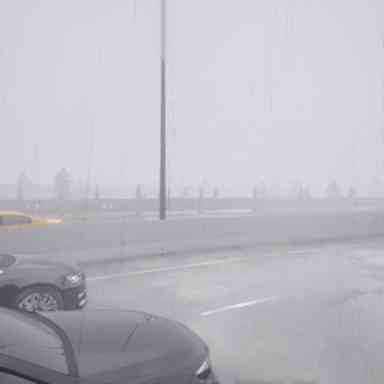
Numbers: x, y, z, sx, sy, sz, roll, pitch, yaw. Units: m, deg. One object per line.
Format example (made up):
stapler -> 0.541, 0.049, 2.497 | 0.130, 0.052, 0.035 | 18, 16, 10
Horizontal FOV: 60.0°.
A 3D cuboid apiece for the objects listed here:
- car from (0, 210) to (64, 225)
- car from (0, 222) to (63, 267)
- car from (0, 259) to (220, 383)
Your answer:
car -> -7.086, 1.417, 11.649 | 5.008, 1.535, 1.882 | 0, 0, -34
car -> -4.110, 1.461, 4.991 | 4.902, 1.511, 2.128 | 0, 0, -36
car -> -1.915, 1.511, 2.273 | 4.674, 1.442, 1.812 | 0, 0, -36
